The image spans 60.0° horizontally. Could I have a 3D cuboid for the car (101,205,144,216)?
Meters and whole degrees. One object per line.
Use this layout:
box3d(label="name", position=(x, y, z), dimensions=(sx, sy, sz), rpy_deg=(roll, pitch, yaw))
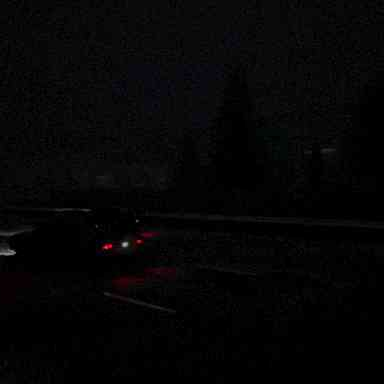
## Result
box3d(label="car", position=(-5.168, 1.527, 20.565), dimensions=(5.008, 1.535, 1.882), rpy_deg=(0, 0, 36))

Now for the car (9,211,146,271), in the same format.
box3d(label="car", position=(-3.964, 1.577, 11.081), dimensions=(5.357, 1.411, 2.033), rpy_deg=(0, 0, 36))

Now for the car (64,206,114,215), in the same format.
box3d(label="car", position=(-6.309, 1.610, 17.076), dimensions=(4.181, 1.385, 1.994), rpy_deg=(0, 0, 36))
